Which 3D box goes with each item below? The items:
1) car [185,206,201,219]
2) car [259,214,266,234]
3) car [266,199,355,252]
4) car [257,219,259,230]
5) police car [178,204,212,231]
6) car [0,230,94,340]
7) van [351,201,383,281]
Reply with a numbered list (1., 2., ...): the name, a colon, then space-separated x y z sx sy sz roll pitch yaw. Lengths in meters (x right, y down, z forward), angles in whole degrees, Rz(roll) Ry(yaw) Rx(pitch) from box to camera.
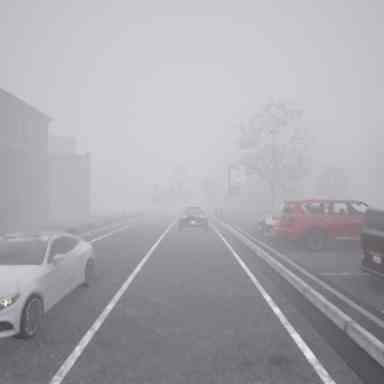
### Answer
1. car: 0.082 2.474 40.694 1.812 1.442 4.674 0 -3 0
2. car: 6.212 1.611 16.733 5.008 1.535 2.097 0 -1 -1
3. car: 6.265 1.315 13.820 5.566 2.045 2.435 0 -1 0
4. car: 6.208 1.533 19.771 4.553 1.767 2.185 0 -1 -1
5. police car: 0.086 1.829 23.351 2.038 1.542 4.974 0 -2 0
6. car: -3.350 1.555 6.712 1.812 1.442 4.674 0 0 0
7. van: 6.393 1.281 7.628 4.442 1.987 1.878 0 0 0
